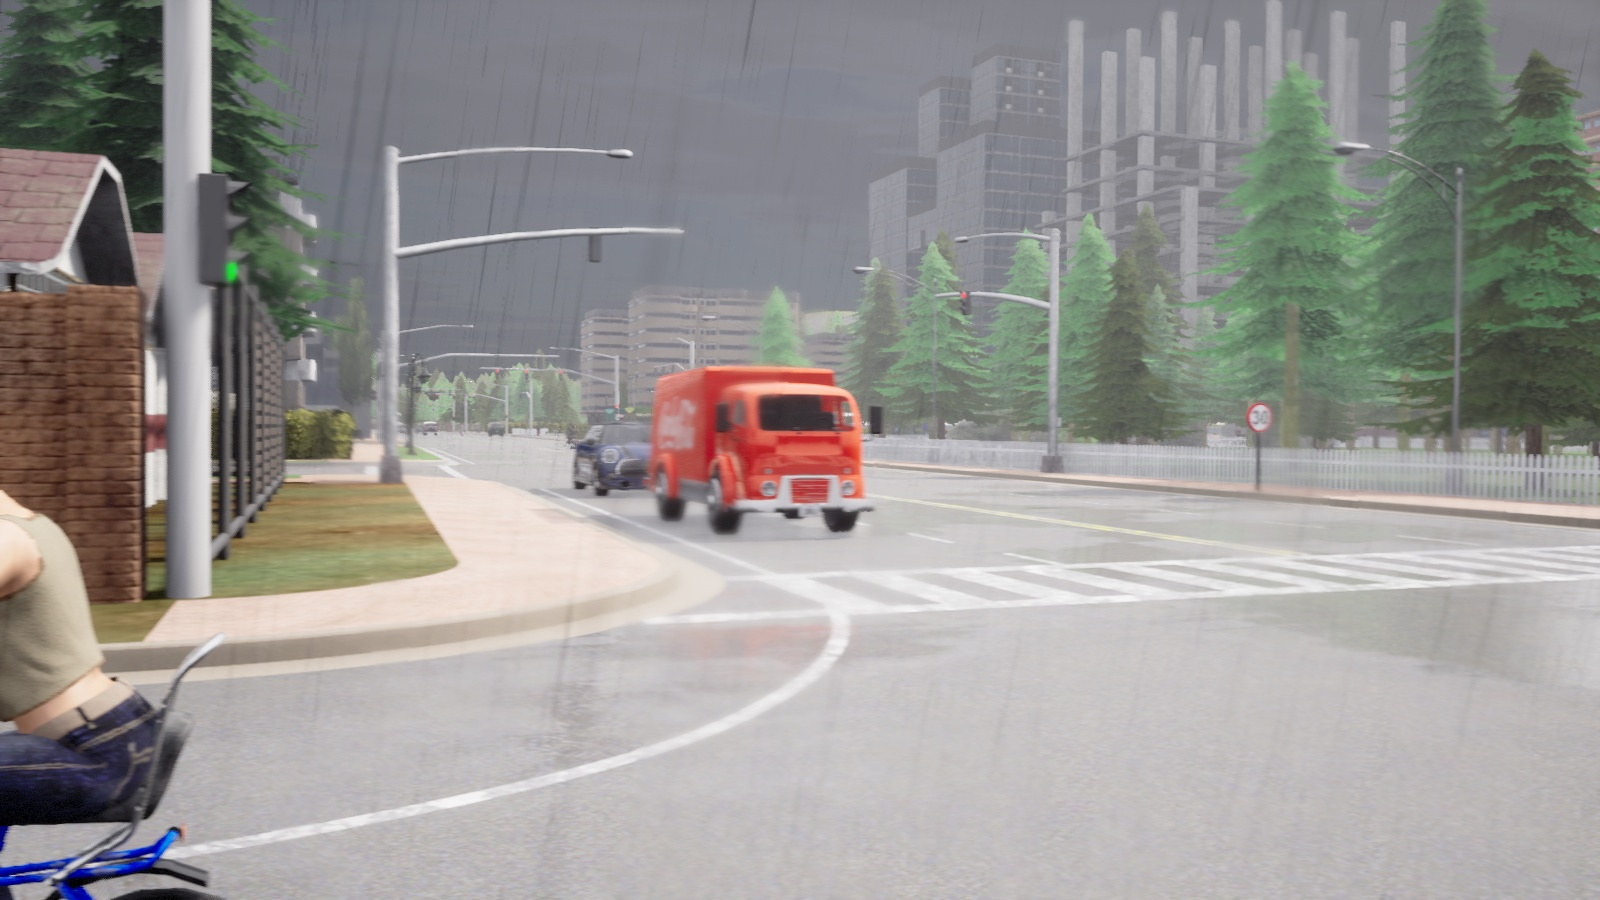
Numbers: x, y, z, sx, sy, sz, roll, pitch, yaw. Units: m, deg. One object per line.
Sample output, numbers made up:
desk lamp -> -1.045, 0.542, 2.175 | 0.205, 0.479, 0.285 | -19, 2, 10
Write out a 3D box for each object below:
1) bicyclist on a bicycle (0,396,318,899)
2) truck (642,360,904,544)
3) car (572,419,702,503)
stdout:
bicyclist on a bicycle -> -1.800, 0.713, 2.550 | 1.509, 1.612, 0.866 | -1, 1, -21
truck -> -0.640, -0.028, 19.788 | 2.627, 2.467, 5.204 | -1, 1, -19
car -> -3.890, 0.198, 29.236 | 2.097, 1.767, 4.553 | -1, 1, -19
